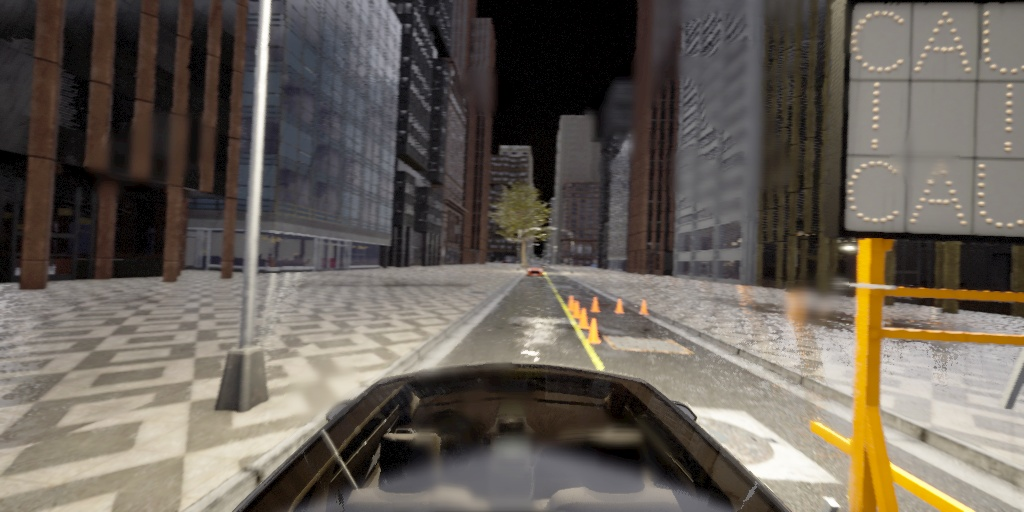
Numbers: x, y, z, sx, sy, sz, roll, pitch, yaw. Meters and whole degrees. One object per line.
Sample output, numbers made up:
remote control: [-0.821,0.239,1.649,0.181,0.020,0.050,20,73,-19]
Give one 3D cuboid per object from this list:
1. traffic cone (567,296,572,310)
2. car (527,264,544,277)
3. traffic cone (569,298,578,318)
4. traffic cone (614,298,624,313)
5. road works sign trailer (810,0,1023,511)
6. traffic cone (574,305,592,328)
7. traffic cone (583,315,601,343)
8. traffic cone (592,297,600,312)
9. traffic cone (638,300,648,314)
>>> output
traffic cone: [2.492,1.978,15.141,0.340,0.580,0.340,0,0,4]
car: [3.014,1.775,46.289,2.097,1.767,4.553,3,-1,4]
traffic cone: [2.351,1.947,13.146,0.340,0.580,0.340,0,0,4]
traffic cone: [4.485,2.065,14.998,0.340,0.580,0.340,0,0,4]
road works sign trailer: [2.843,0.345,2.084,2.380,3.560,2.880,0,0,4]
traffic cone: [2.209,1.917,11.151,0.340,0.580,0.340,0,0,4]
traffic cone: [2.067,1.887,9.157,0.340,0.580,0.340,0,0,4]
traffic cone: [3.489,2.021,15.070,0.340,0.580,0.340,0,0,4]
traffic cone: [5.482,2.109,14.927,0.340,0.580,0.340,0,0,4]
